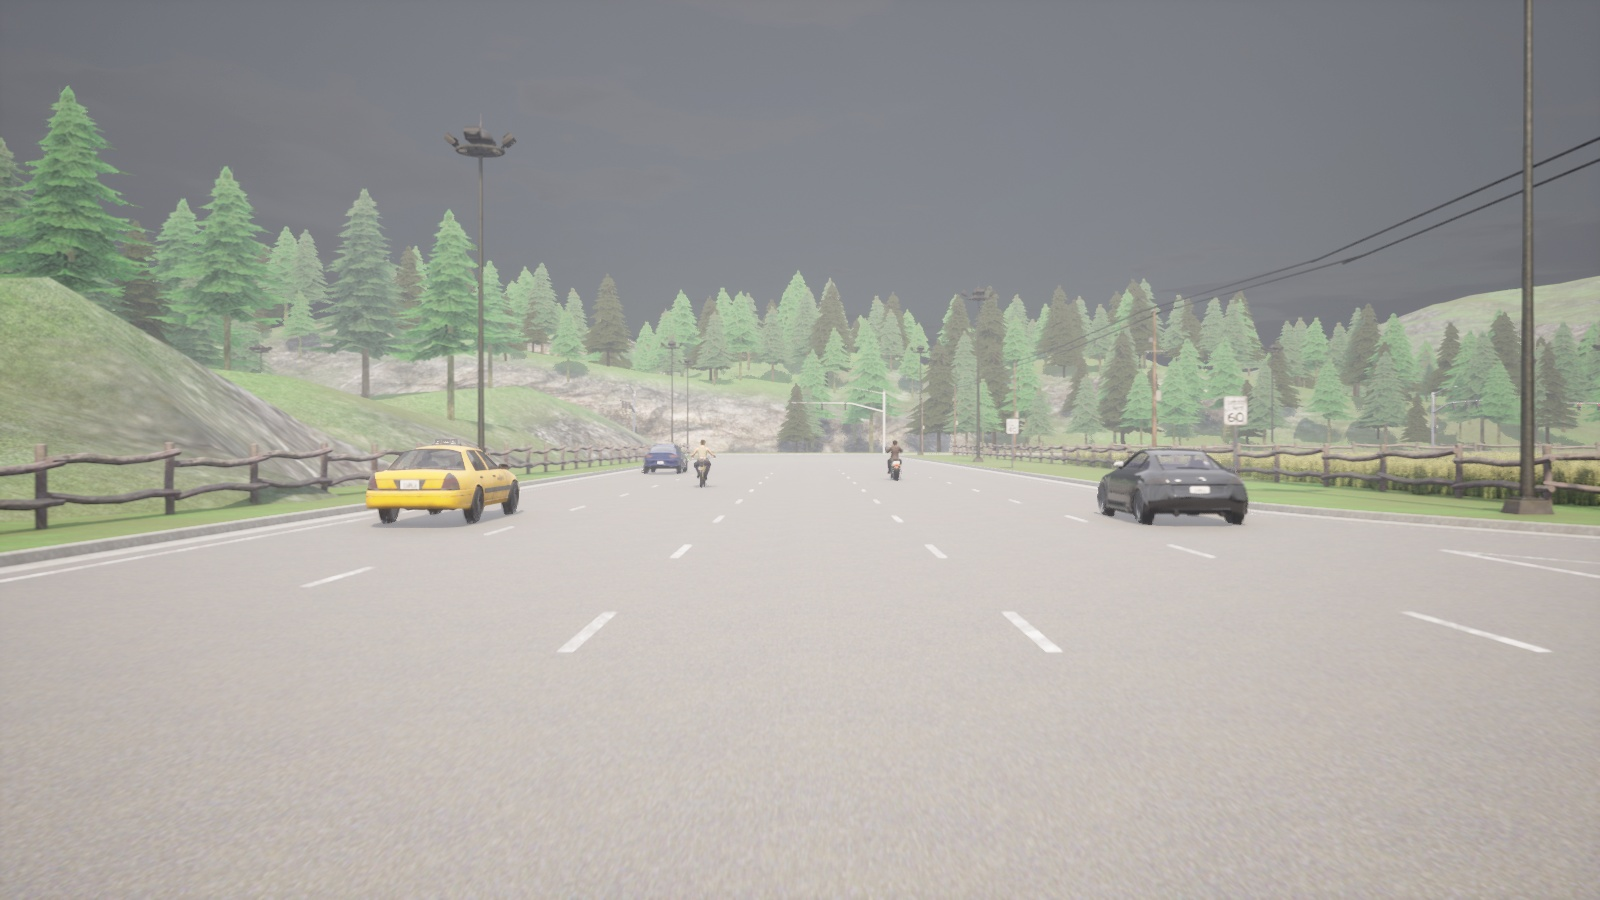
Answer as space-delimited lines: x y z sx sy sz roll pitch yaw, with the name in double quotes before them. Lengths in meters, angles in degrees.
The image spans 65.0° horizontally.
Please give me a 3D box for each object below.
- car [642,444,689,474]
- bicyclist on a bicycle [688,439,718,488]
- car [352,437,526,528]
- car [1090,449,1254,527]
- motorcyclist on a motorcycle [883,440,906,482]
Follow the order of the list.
"car" -6.638 0.415 62.254 1.812 1.442 4.674 0 0 0
"bicyclist on a bicycle" -3.250 0.443 42.052 0.866 1.612 1.509 0 0 1
"car" -6.846 0.542 24.453 1.801 1.575 5.366 0 0 0
"car" 7.155 0.677 24.604 1.994 1.385 4.181 0 0 0
"motorcyclist on a motorcycle" 3.802 0.414 50.625 0.766 1.649 2.350 0 0 0
